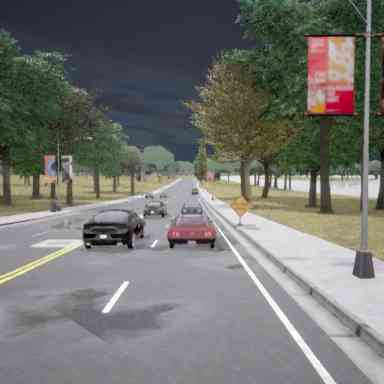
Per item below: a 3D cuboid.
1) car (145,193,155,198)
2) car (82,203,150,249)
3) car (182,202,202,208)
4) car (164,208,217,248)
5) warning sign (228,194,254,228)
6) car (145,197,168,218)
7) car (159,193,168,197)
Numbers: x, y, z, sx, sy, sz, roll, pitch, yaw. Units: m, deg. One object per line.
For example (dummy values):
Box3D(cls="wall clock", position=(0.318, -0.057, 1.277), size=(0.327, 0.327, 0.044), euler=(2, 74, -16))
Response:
Box3D(cls="car", position=(-9.749, 0.902, 76.758), size=(1.837, 1.490, 4.892), euler=(0, 1, 0))
Box3D(cls="car", position=(-3.250, 1.481, 14.663), size=(1.882, 1.535, 5.008), euler=(0, 0, 0))
Box3D(cls="car", position=(0.000, 1.576, 29.701), size=(1.895, 1.301, 4.718), euler=(0, 0, 0))
Box3D(cls="car", position=(0.000, 1.613, 14.693), size=(1.895, 1.301, 4.718), euler=(0, 0, 0))
Box3D(cls="warning sign", position=(2.886, 1.109, 19.759), size=(1.300, 1.860, 1.060), euler=(2, 2, 0))
Box3D(cls="car", position=(-3.249, 1.492, 29.670), size=(1.812, 1.442, 4.674), euler=(0, 0, 0))
Box3D(cls="car", position=(-6.499, 0.902, 76.758), size=(1.837, 1.490, 4.892), euler=(0, 1, 0))
